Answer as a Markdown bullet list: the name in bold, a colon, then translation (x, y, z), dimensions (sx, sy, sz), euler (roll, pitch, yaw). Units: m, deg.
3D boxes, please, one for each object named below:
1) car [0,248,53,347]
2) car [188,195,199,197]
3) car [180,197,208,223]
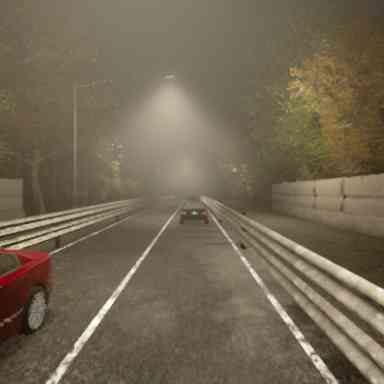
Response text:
- **car**: translation (-3.344, 1.433, 3.741), dimensions (1.882, 1.535, 5.008), euler (0, 1, 0)
- **car**: translation (0.179, 1.181, 45.004), dimensions (1.882, 1.535, 5.008), euler (0, 0, 0)
- **car**: translation (0.139, 1.315, 22.968), dimensions (2.033, 1.411, 5.357), euler (0, 0, 0)
